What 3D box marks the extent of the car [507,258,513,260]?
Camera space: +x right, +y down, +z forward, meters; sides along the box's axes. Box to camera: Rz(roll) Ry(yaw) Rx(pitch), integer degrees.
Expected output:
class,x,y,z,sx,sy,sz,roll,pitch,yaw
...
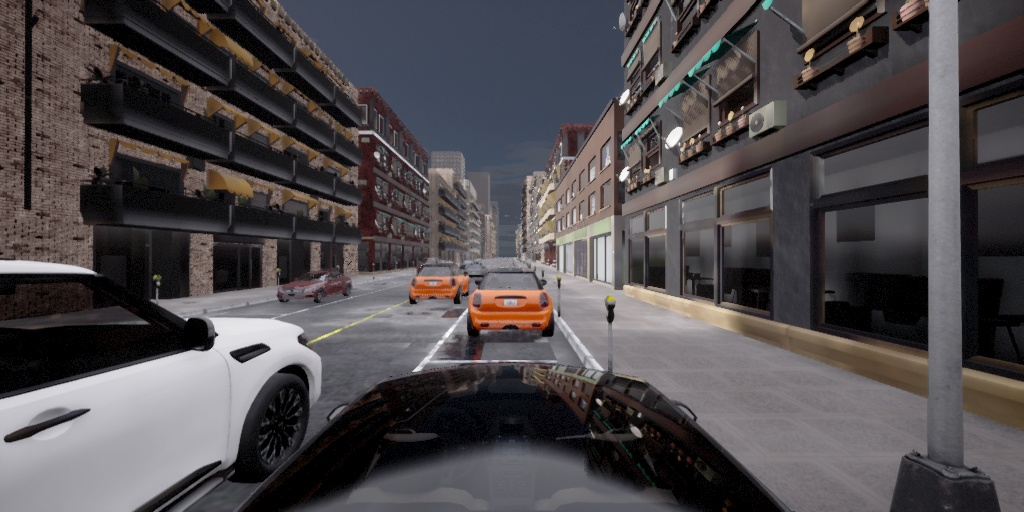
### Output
class,x,y,z,sx,sy,sz,roll,pitch,yaw
car,-0.456,1.274,39.173,1.751,1.417,4.829,0,0,0

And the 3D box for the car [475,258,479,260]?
class,x,y,z,sx,sy,sz,roll,pitch,yaw
car,-6.146,1.260,50.464,1.882,1.535,5.008,0,0,0

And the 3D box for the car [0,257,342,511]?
class,x,y,z,sx,sy,sz,roll,pitch,yaw
car,-3.145,0.966,1.530,2.150,2.045,5.566,0,0,0

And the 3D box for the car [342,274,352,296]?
class,x,y,z,sx,sy,sz,roll,pitch,yaw
car,-8.837,1.332,16.462,1.802,1.307,4.207,0,0,0

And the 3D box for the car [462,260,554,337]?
class,x,y,z,sx,sy,sz,roll,pitch,yaw
car,-0.032,1.102,10.469,2.097,1.767,4.553,0,0,0

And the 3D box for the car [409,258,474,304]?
class,x,y,z,sx,sy,sz,roll,pitch,yaw
car,-3.145,1.117,16.434,2.097,1.767,4.553,0,0,0
